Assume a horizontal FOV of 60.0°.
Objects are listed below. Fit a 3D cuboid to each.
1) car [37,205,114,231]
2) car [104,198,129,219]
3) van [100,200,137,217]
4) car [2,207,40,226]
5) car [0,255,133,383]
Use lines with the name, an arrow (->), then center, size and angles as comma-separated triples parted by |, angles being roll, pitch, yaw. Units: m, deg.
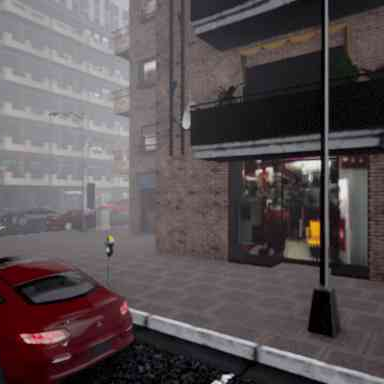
car -> -8.069, 1.892, 23.425 | 1.887, 1.381, 4.507 | -1, -1, 36
car -> -7.369, 1.660, 34.336 | 2.150, 2.045, 5.566 | 0, -1, 36
van -> -8.242, 1.799, 37.544 | 1.690, 1.788, 3.998 | -1, -1, 36
car -> -12.851, 1.902, 26.703 | 1.994, 1.385, 4.181 | 0, -1, 36
car -> -2.697, 1.615, 4.928 | 4.206, 1.307, 1.802 | -1, 0, 36
